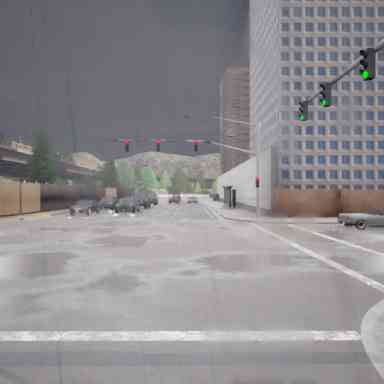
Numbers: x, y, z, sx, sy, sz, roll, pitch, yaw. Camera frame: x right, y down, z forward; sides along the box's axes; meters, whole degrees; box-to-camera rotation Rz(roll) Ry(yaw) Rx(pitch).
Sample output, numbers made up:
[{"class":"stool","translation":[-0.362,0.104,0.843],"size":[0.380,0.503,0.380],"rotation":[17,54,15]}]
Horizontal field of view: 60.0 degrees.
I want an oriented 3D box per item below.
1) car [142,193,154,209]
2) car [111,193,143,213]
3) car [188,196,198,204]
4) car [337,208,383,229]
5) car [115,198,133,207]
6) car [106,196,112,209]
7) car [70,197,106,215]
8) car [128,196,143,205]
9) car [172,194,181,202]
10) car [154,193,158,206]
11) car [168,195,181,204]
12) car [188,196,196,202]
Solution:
[{"class":"car","translation":[-7.078,1.221,46.200],"size":[2.150,2.045,5.566],"rotation":[0,0,0]},{"class":"car","translation":[-7.083,1.352,36.764],"size":[2.097,1.767,4.553],"rotation":[0,0,0]},{"class":"car","translation":[0.104,1.601,64.586],"size":[1.895,1.301,4.718],"rotation":[0,0,0]},{"class":"car","translation":[11.856,1.656,21.162],"size":[4.718,1.301,1.895],"rotation":[0,0,0]},{"class":"car","translation":[-10.581,1.601,51.907],"size":[1.895,1.301,4.718],"rotation":[0,0,0]},{"class":"car","translation":[-10.586,1.352,42.113],"size":[2.097,1.767,4.553],"rotation":[0,0,0]},{"class":"car","translation":[-10.599,1.492,33.217],"size":[2.128,1.511,4.902],"rotation":[0,0,1]},{"class":"car","translation":[-10.551,1.478,62.126],"size":[1.882,1.535,5.008],"rotation":[0,0,0]},{"class":"car","translation":[-3.491,1.305,74.449],"size":[1.882,1.535,5.008],"rotation":[0,0,0]},{"class":"car","translation":[-7.057,1.221,56.929],"size":[2.150,2.045,5.566],"rotation":[0,0,0]},{"class":"car","translation":[-3.492,1.601,64.257],"size":[1.895,1.301,4.718],"rotation":[0,0,0]},{"class":"car","translation":[0.010,1.595,74.828],"size":[1.895,1.301,4.718],"rotation":[0,0,0]}]
